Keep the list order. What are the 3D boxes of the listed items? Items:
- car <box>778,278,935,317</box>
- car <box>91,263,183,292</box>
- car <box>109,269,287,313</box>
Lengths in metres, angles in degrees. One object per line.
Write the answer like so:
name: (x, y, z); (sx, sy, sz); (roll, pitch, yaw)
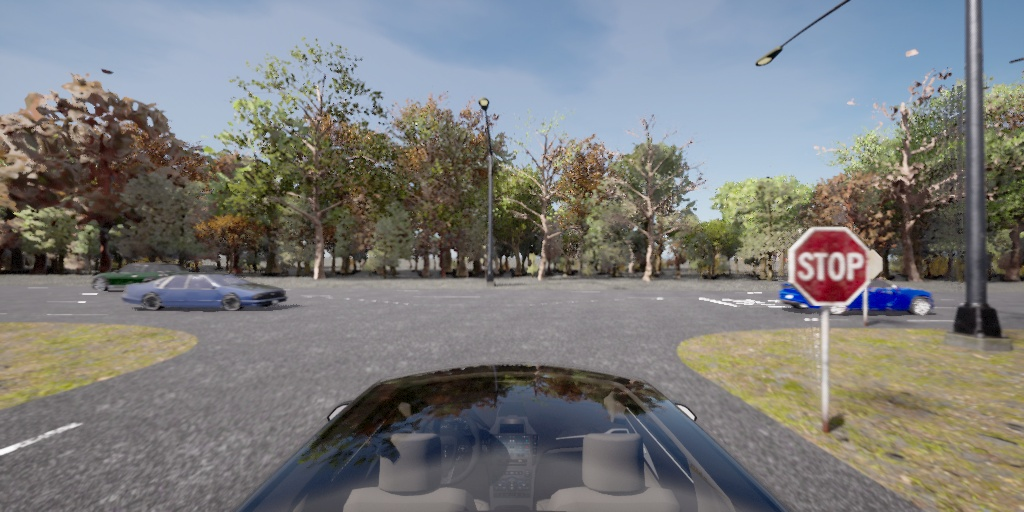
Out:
car: (13.277, 1.449, 13.973); (5.008, 1.535, 1.882); (0, -1, 0)
car: (-21.932, 1.199, 21.318); (4.553, 1.767, 2.097); (0, -1, 1)
car: (-11.926, 1.377, 14.073); (5.357, 1.411, 2.033); (1, -1, 1)
